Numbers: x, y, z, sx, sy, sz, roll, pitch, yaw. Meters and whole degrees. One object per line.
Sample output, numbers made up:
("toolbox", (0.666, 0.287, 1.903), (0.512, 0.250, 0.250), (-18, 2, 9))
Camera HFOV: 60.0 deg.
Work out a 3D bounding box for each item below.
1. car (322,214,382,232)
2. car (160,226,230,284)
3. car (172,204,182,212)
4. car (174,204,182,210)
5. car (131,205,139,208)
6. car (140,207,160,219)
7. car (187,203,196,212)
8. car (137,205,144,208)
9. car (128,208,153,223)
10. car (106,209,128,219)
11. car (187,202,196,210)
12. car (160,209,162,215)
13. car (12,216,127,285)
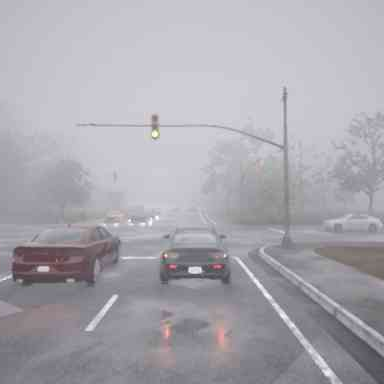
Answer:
("car", (13.230, 2.551, 27.584), (4.674, 1.442, 1.812), (0, -3, -1))
("car", (0.084, 1.747, 10.142), (1.812, 1.442, 4.674), (0, -2, 0))
("car", (-3.545, 3.939, 75.856), (1.895, 1.301, 4.718), (0, 0, 0))
("car", (-3.652, 3.886, 85.768), (1.812, 1.442, 4.674), (0, 0, -3))
("car", (-10.616, 3.526, 54.789), (2.097, 1.767, 4.553), (0, -1, 0))
("car", (-7.118, 3.682, 55.530), (2.128, 1.511, 4.902), (0, -1, 0))
("car", (-0.046, 3.889, 76.154), (1.994, 1.385, 4.181), (0, 0, 0))
("car", (-10.561, 3.542, 65.449), (2.150, 2.045, 5.566), (0, 0, 0))
("car", (-7.114, 3.389, 46.061), (1.882, 1.535, 5.008), (0, -2, 1))
("car", (-10.624, 3.384, 45.930), (1.882, 1.535, 5.008), (0, -2, 0))
("car", (-0.143, 3.554, 85.891), (2.097, 1.767, 4.553), (0, 0, -3))
("car", (-7.060, 3.814, 65.586), (2.128, 1.511, 4.902), (0, 0, 1))
("car", (-3.467, 1.699, 10.138), (1.882, 1.535, 5.008), (0, -2, -1))
